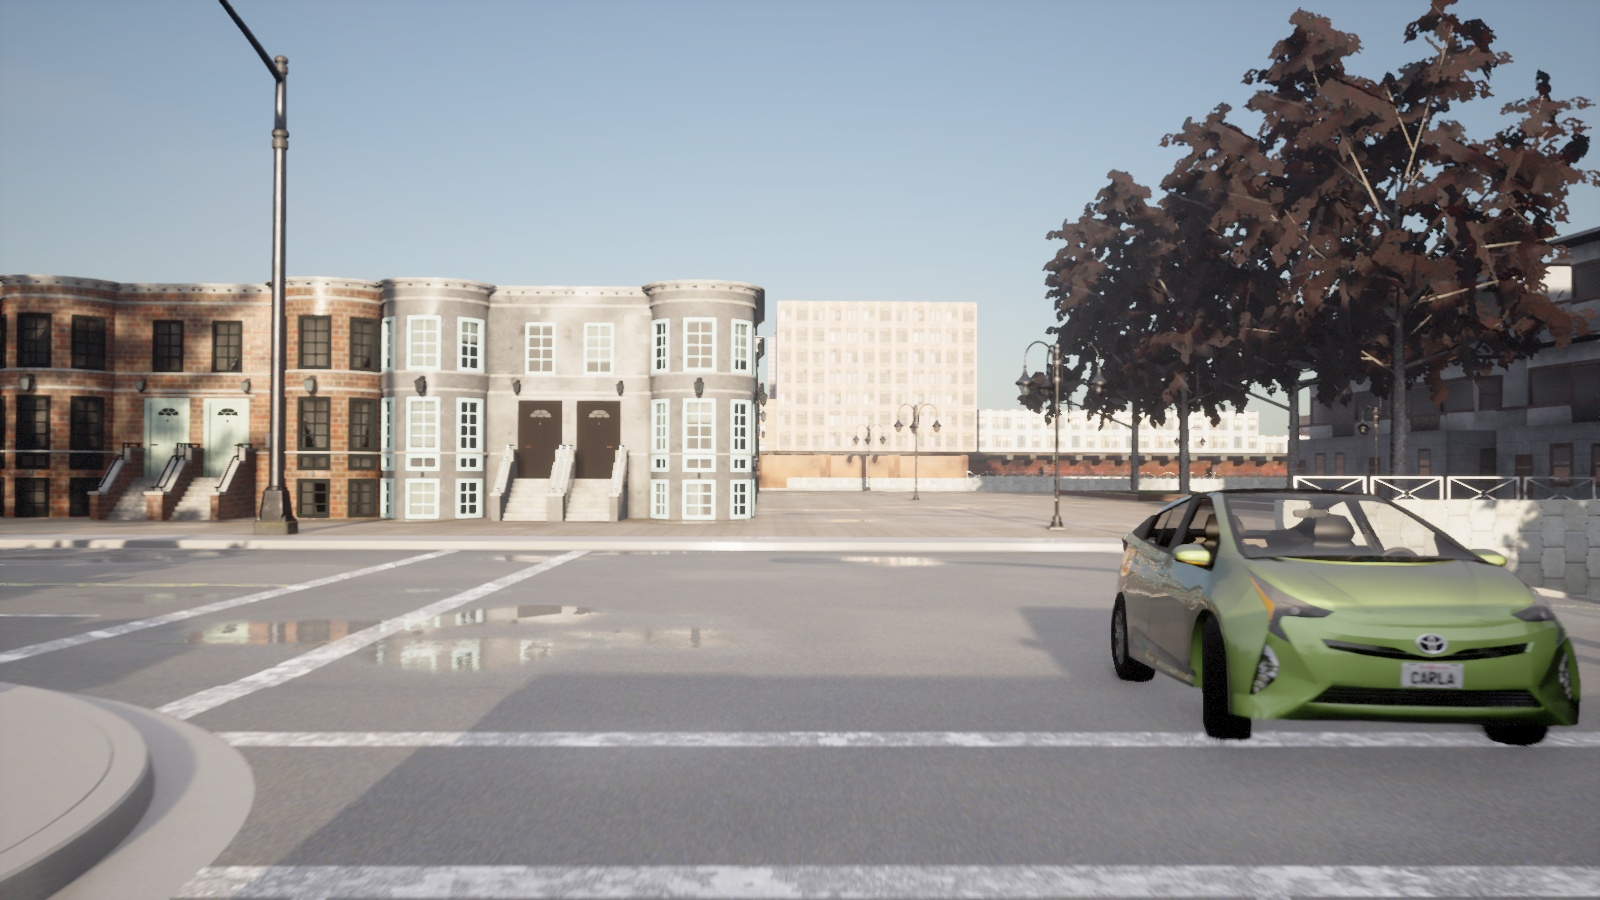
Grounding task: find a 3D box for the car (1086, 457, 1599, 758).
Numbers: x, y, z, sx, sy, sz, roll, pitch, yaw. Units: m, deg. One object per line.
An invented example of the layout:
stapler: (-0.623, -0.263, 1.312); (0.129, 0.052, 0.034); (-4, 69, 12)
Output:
car: (3.381, 0.955, 8.708); (2.007, 1.525, 4.514); (0, -4, 4)
